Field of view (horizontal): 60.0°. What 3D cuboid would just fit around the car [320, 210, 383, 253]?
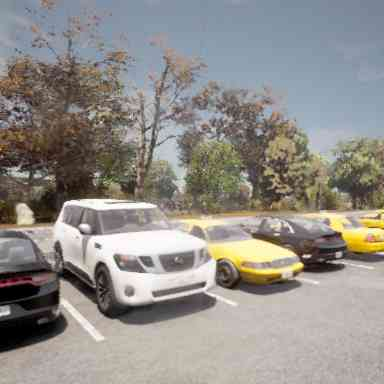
[{"bbox_3d":[4.906,1.504,13.127,1.946,1.575,5.366,0,0,-35],"label":"car"}]

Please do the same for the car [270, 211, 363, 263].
[{"bbox_3d":[2.751,1.501,11.367,2.231,1.521,4.892,0,0,-35],"label":"car"}]

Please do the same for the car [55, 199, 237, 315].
[{"bbox_3d":[-1.768,1.234,8.141,2.435,2.045,5.566,0,0,-35],"label":"car"}]

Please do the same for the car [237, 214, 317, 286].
[{"bbox_3d":[0.588,1.489,9.616,1.946,1.575,5.366,0,0,-35],"label":"car"}]

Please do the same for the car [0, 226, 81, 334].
[{"bbox_3d":[-4.048,1.478,6.555,2.097,1.535,5.008,0,0,-35],"label":"car"}]
